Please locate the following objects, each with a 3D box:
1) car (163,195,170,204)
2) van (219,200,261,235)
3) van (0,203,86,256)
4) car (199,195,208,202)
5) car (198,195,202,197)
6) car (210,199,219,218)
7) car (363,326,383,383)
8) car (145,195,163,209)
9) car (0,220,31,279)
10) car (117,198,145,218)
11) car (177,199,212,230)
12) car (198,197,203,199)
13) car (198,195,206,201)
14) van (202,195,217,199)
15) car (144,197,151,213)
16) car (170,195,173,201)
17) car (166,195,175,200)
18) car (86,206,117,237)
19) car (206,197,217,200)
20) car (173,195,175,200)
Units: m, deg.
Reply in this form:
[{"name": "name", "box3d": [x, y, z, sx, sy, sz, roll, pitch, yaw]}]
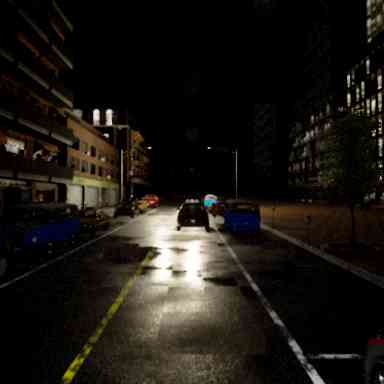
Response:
[{"name": "car", "box3d": [-5.800, 1.546, 63.020, 1.887, 1.381, 4.507, 1, 0, 0]}, {"name": "van", "box3d": [2.671, 1.339, 18.479, 1.690, 1.788, 3.998, 1, 0, 0]}, {"name": "van", "box3d": [-5.698, 1.342, 12.894, 1.690, 1.788, 3.998, 1, 0, 0]}, {"name": "car", "box3d": [2.560, 1.441, 74.175, 1.967, 1.590, 4.097, 1, 0, 0]}, {"name": "car", "box3d": [2.580, 1.524, 63.205, 1.752, 1.417, 4.829, 1, 0, 0]}, {"name": "car", "box3d": [2.646, 1.578, 29.617, 1.802, 1.307, 4.206, 1, 0, 0]}, {"name": "car", "box3d": [2.702, 1.439, 1.769, 1.967, 1.590, 4.097, 1, 0, 0]}, {"name": "car", "box3d": [-5.764, 1.314, 46.311, 2.192, 1.841, 5.009, 1, 0, 0]}, {"name": "car", "box3d": [-5.691, 1.552, 7.323, 2.008, 1.369, 4.403, 1, 0, 0]}, {"name": "car", "box3d": [-5.734, 1.550, 29.601, 2.008, 1.369, 4.403, 1, 0, 0]}, {"name": "car", "box3d": [0.060, 1.475, 21.213, 1.882, 1.535, 5.008, 0, 0, 0]}, {"name": "car", "box3d": [0.021, 1.597, 42.068, 1.895, 1.301, 4.718, 0, 0, 0]}, {"name": "car", "box3d": [2.537, 1.547, 85.314, 1.887, 1.381, 4.507, 1, 0, 0]}, {"name": "van", "box3d": [2.616, 1.337, 46.327, 1.690, 1.788, 3.998, 1, 0, 0]}, {"name": "car", "box3d": [-5.745, 1.524, 35.002, 1.752, 1.417, 4.829, 1, 0, 0]}, {"name": "car", "box3d": [-5.822, 1.585, 74.160, 1.802, 1.307, 4.206, 1, 0, 0]}, {"name": "car", "box3d": [-5.854, 1.572, 90.869, 1.947, 1.339, 4.313, 1, 0, 0]}, {"name": "car", "box3d": [-5.712, 1.525, 18.293, 1.752, 1.417, 4.829, 1, 0, 0]}, {"name": "car", "box3d": [2.635, 1.521, 35.356, 1.752, 1.417, 4.829, 1, 0, 0]}, {"name": "car", "box3d": [-5.843, 1.550, 85.299, 1.887, 1.381, 4.507, 1, 0, 0]}]
